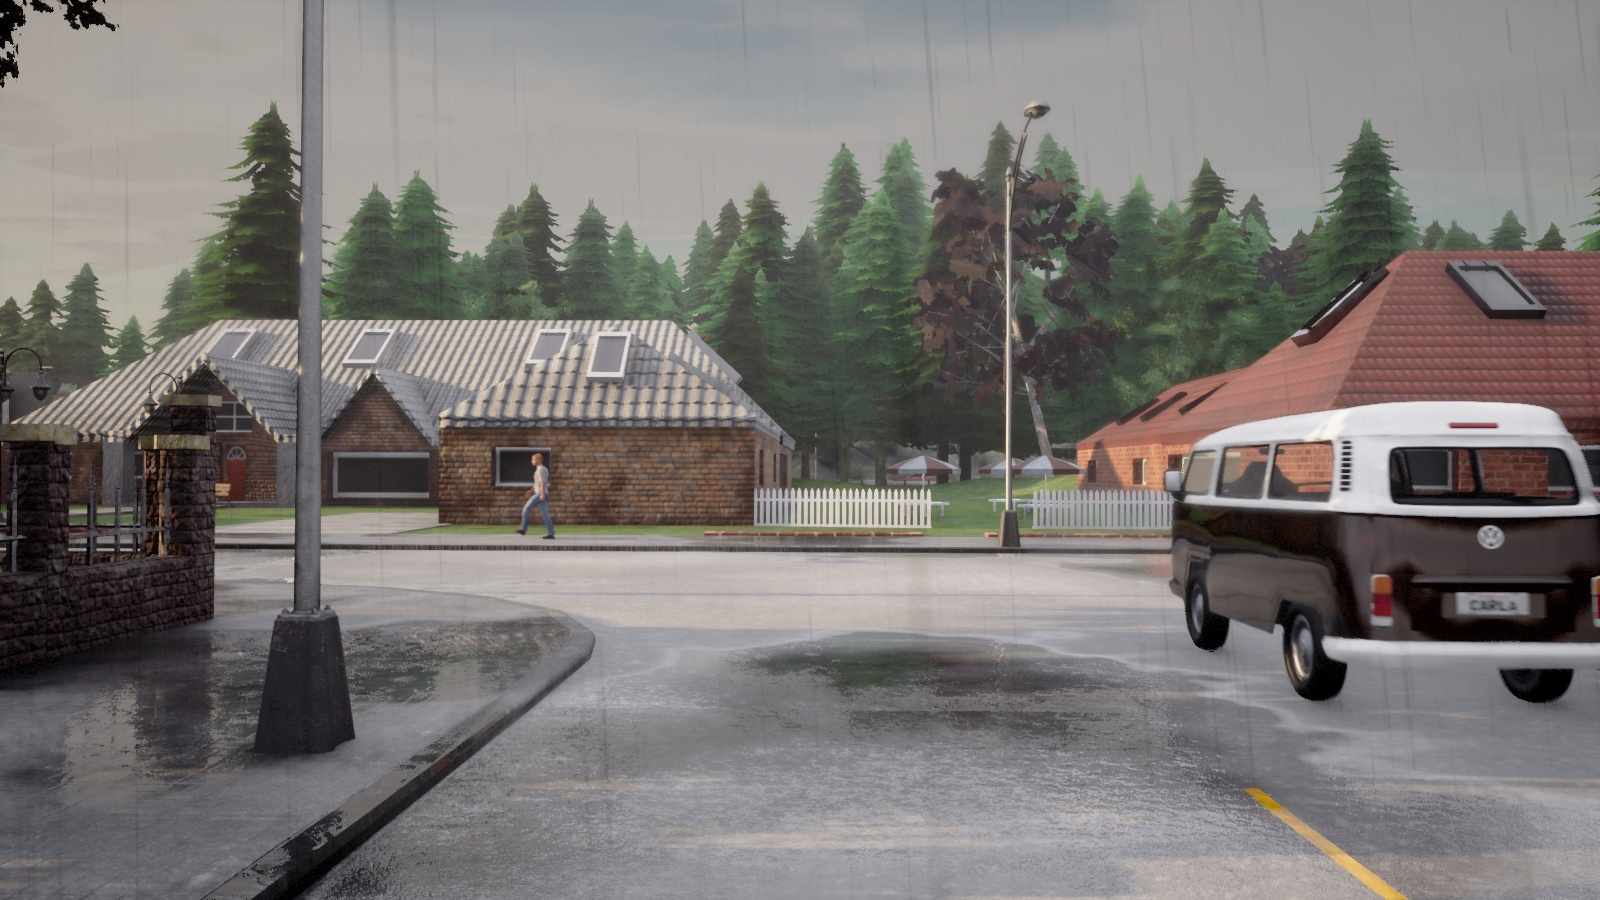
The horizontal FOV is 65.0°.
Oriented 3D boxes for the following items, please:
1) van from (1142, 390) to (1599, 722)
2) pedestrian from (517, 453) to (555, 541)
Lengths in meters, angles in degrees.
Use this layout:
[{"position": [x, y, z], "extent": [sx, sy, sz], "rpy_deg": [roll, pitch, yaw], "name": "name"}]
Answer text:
[{"position": [4.319, 0.688, 9.954], "extent": [2.069, 2.038, 4.480], "rpy_deg": [0, -1, 1], "name": "van"}, {"position": [-5.538, 0.983, 26.343], "extent": [0.706, 1.836, 0.354], "rpy_deg": [0, -1, 1], "name": "pedestrian"}]
